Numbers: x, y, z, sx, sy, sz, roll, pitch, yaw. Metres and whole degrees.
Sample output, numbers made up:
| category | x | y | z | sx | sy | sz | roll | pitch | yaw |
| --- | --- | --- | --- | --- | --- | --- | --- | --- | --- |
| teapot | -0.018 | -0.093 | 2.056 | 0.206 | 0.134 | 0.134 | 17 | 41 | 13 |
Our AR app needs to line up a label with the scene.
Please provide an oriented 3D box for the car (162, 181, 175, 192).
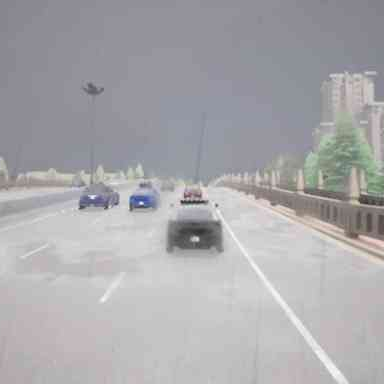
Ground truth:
| category | x | y | z | sx | sy | sz | roll | pitch | yaw |
| --- | --- | --- | --- | --- | --- | --- | --- | --- | --- |
| car | -3.431 | -0.844 | 48.070 | 2.128 | 1.511 | 4.902 | 0 | 3 | 0 |

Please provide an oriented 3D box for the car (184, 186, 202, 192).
| category | x | y | z | sx | sy | sz | roll | pitch | yaw |
| --- | --- | --- | --- | --- | --- | --- | --- | --- | --- |
| car | 0.078 | 0.031 | 34.536 | 1.895 | 1.301 | 4.718 | 0 | 3 | 0 |

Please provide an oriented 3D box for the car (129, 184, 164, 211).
| category | x | y | z | sx | sy | sz | roll | pitch | yaw |
| --- | --- | --- | --- | --- | --- | --- | --- | --- | --- |
| car | -3.415 | 0.459 | 24.806 | 1.882 | 1.535 | 5.008 | 0 | 3 | 0 |

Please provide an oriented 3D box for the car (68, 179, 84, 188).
| category | x | y | z | sx | sy | sz | roll | pitch | yaw |
| --- | --- | --- | --- | --- | --- | --- | --- | --- | --- |
| car | -21.054 | -1.638 | 60.909 | 2.097 | 1.767 | 4.553 | 0 | 2 | 0 |

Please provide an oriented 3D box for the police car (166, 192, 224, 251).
| category | x | y | z | sx | sy | sz | roll | pitch | yaw |
| --- | --- | --- | --- | --- | --- | --- | --- | --- | --- |
| police car | 0.092 | 1.088 | 12.645 | 1.930 | 1.638 | 5.238 | 0 | 3 | 0 |

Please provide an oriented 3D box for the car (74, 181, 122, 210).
| category | x | y | z | sx | sy | sz | roll | pitch | yaw |
| --- | --- | --- | --- | --- | --- | --- | --- | --- | --- |
| car | -6.916 | 0.305 | 25.289 | 2.097 | 1.767 | 4.553 | 0 | 3 | 0 |

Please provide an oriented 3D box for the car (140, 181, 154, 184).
| category | x | y | z | sx | sy | sz | roll | pitch | yaw |
| --- | --- | --- | --- | --- | --- | --- | --- | --- | --- |
| car | -6.931 | -0.958 | 50.325 | 1.837 | 1.490 | 4.892 | 0 | 4 | 0 |
